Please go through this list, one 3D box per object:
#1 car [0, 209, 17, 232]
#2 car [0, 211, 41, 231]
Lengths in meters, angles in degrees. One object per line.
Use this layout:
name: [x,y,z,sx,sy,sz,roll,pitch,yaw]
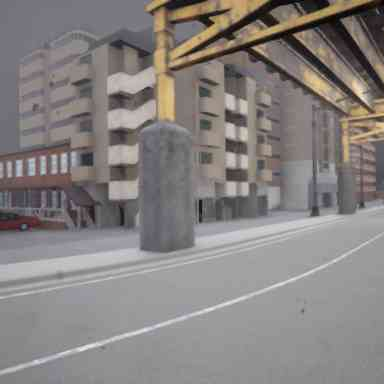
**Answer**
car: [-15.836,2.223,25.378,1.851,1.617,3.988,-1,-1,38]
car: [-13.550,2.178,23.431,2.033,1.415,5.357,-1,-1,38]
